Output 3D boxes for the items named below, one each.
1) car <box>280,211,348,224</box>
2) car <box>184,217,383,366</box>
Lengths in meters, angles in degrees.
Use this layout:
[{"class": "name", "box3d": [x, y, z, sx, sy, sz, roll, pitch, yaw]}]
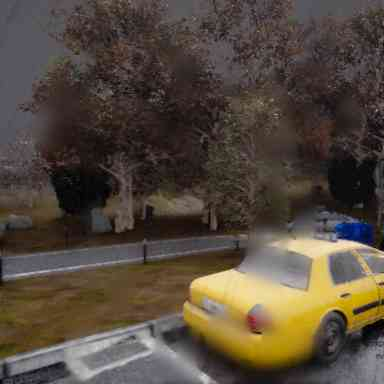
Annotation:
[{"class": "car", "box3d": [6.495, 1.667, 16.960, 4.181, 1.385, 1.994, -1, -2, 13]}, {"class": "car", "box3d": [2.442, 1.460, 5.790, 5.366, 1.575, 1.946, -1, 1, -33]}]
